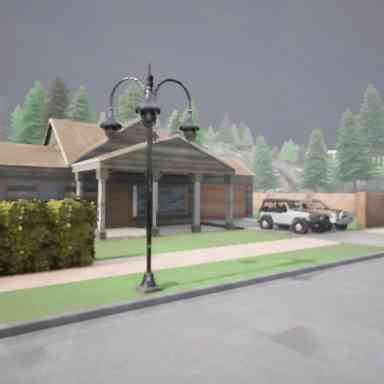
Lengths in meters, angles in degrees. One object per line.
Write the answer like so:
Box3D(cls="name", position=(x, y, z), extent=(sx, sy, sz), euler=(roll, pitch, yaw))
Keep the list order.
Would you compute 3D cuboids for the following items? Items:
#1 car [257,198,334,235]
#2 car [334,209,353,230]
Box3D(cls="car", position=(5.492, 1.312, 18.703), extent=(1.905, 1.878, 3.866), euler=(1, 0, -35))
Box3D(cls="car", position=(7.315, 1.333, 20.477), extent=(1.932, 1.855, 4.605), euler=(1, 0, -35))
